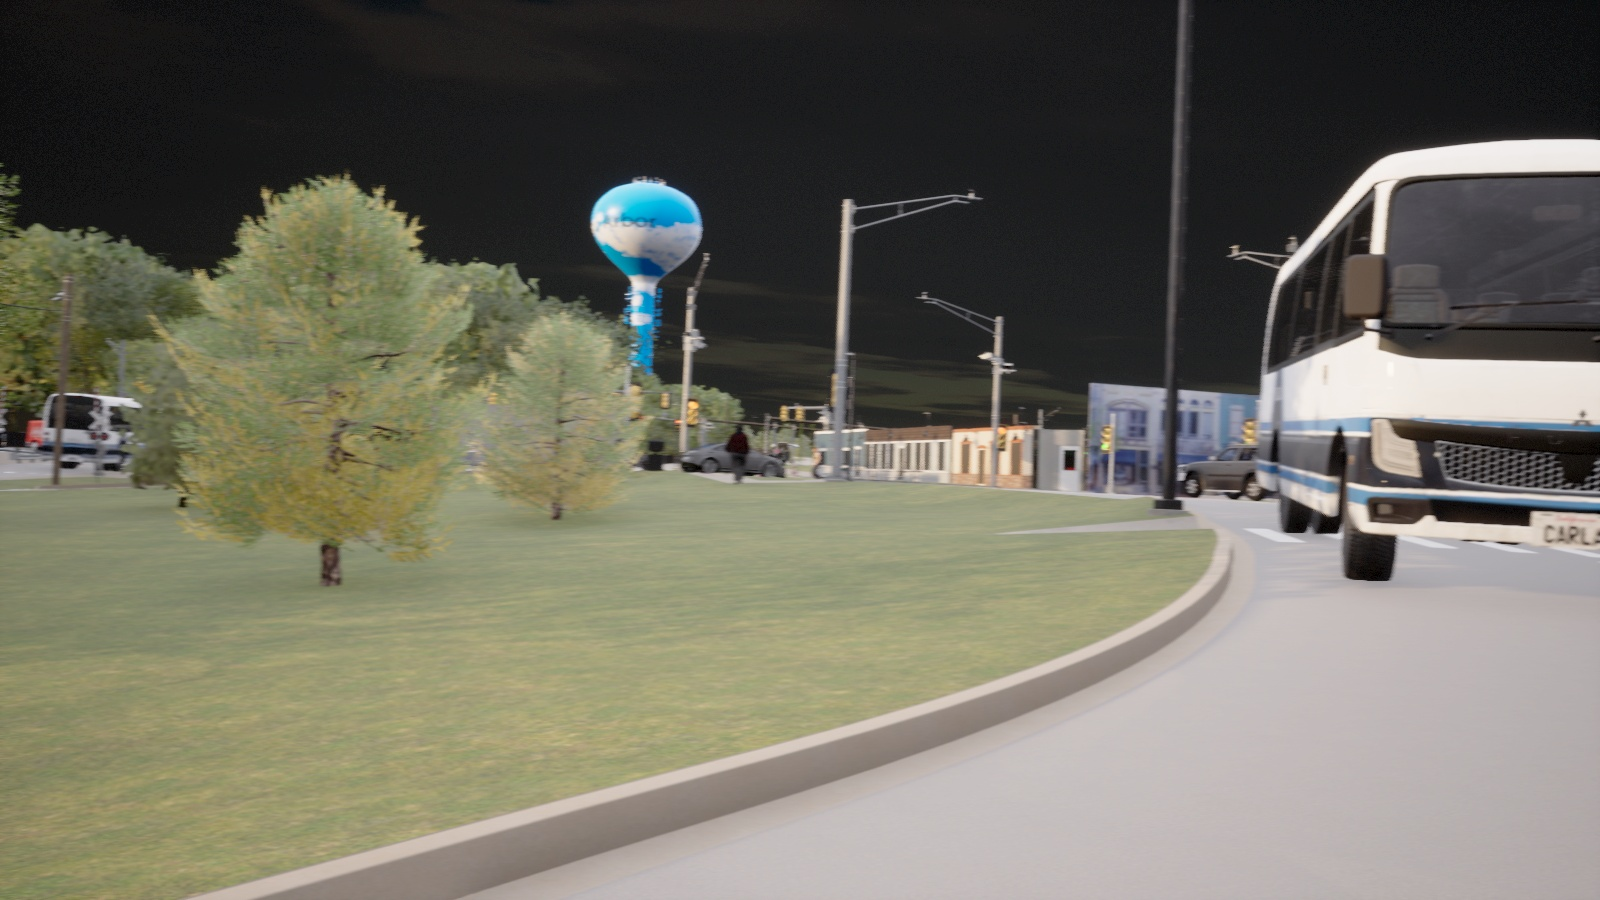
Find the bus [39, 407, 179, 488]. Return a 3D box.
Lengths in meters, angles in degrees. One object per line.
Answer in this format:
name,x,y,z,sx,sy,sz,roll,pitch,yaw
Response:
bus,-40.358,-0.124,73.862,3.944,4.253,10.273,3,0,-10

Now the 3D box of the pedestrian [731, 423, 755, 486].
pedestrian,-1.727,0.145,38.008,0.634,1.844,0.899,1,-2,-1

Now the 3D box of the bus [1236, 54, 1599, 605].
bus,7.606,-1.033,14.652,3.944,4.253,10.273,1,2,15

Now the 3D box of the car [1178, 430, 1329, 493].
car,14.375,0.392,40.112,1.932,1.855,4.605,2,-2,-22

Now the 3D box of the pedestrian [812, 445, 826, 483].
pedestrian,0.921,0.672,60.794,0.594,1.836,0.345,2,-2,-15

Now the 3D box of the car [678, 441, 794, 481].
car,-2.560,0.471,50.678,4.181,1.385,1.994,3,-2,-29
